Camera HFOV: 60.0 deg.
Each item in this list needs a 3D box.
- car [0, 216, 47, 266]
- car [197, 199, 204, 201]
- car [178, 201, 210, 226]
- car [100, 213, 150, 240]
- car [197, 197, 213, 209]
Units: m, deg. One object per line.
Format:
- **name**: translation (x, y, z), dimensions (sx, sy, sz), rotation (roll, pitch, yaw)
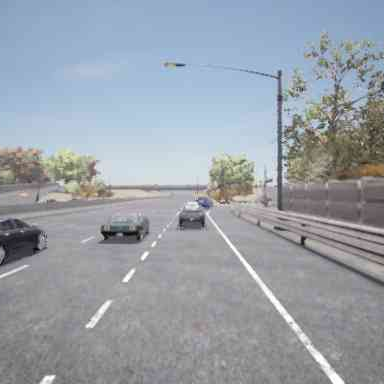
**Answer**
- **car**: translation (-6.897, 1.610, 11.795), dimensions (1.837, 1.490, 4.892), rotation (0, -1, 0)
- **car**: translation (0.074, 1.857, 36.362), dimensions (1.812, 1.442, 4.674), rotation (0, -1, 2)
- **car**: translation (0.003, 1.721, 25.278), dimensions (2.128, 1.511, 4.902), rotation (0, -1, 0)
- **car**: translation (-3.399, 1.762, 17.918), dimensions (1.895, 1.301, 4.718), rotation (0, -1, 0)
- **car**: translation (2.105, 1.777, 54.449), dimensions (2.150, 2.045, 5.566), rotation (1, 0, 13)
